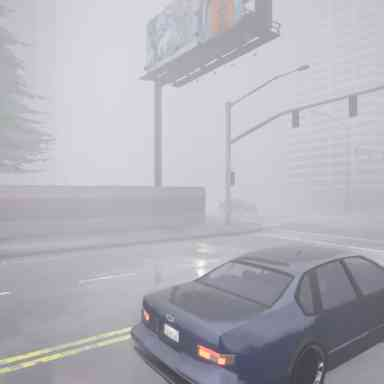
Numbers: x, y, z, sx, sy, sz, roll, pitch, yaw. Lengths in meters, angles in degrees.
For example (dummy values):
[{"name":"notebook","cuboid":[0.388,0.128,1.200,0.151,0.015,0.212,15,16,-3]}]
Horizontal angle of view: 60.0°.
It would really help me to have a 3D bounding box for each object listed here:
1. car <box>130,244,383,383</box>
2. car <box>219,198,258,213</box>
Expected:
[{"name":"car","cuboid":[1.796,1.547,5.044,5.357,1.411,2.033,0,0,-37]},{"name":"car","cuboid":[5.055,1.473,36.840,1.882,1.535,5.008,0,0,-35]}]
